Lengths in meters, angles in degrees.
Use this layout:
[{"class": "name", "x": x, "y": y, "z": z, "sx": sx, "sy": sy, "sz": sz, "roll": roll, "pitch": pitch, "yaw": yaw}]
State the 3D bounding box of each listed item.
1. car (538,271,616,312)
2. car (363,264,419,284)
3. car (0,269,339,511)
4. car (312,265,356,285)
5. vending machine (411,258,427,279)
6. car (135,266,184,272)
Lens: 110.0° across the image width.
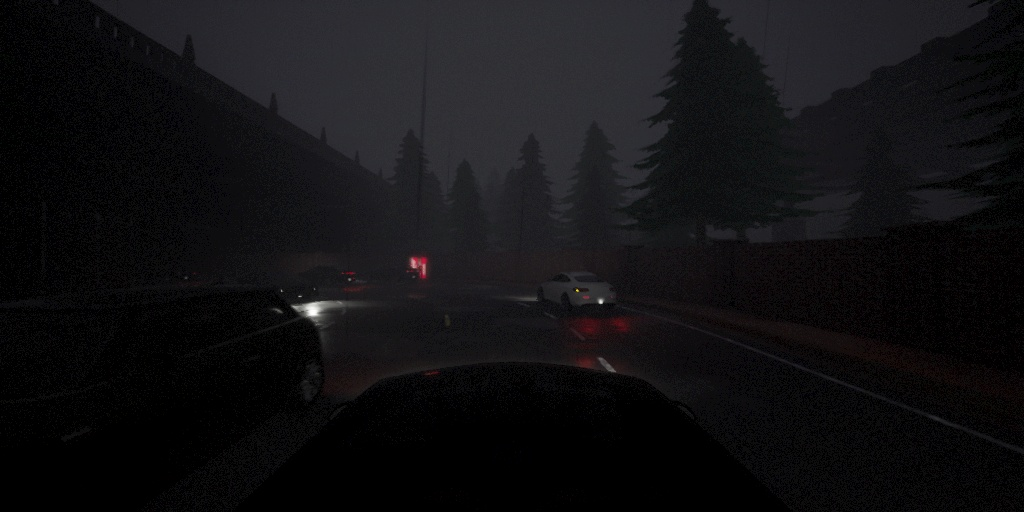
[{"class": "car", "x": 2.530, "y": 1.352, "z": 14.725, "sx": 1.812, "sy": 1.442, "sz": 4.674, "roll": 0, "pitch": 0, "yaw": -14}, {"class": "car", "x": -9.667, "y": 1.399, "z": 28.542, "sx": 4.902, "sy": 1.511, "sz": 2.128, "roll": 0, "pitch": -1, "yaw": 27}, {"class": "car", "x": -3.653, "y": 1.110, "z": 3.100, "sx": 2.097, "sy": 1.767, "sz": 4.553, "roll": 0, "pitch": 0, "yaw": -1}, {"class": "car", "x": -13.816, "y": 1.402, "z": 26.512, "sx": 4.892, "sy": 1.490, "sz": 1.837, "roll": 0, "pitch": -1, "yaw": 22}, {"class": "vending machine", "x": -8.363, "y": 1.125, "z": 32.265, "sx": 0.880, "sy": 2.100, "sz": 1.100, "roll": 0, "pitch": 0, "yaw": 25}, {"class": "car", "x": -29.233, "y": 1.516, "z": 29.916, "sx": 4.718, "sy": 1.301, "sz": 1.895, "roll": 0, "pitch": 0, "yaw": 5}]
